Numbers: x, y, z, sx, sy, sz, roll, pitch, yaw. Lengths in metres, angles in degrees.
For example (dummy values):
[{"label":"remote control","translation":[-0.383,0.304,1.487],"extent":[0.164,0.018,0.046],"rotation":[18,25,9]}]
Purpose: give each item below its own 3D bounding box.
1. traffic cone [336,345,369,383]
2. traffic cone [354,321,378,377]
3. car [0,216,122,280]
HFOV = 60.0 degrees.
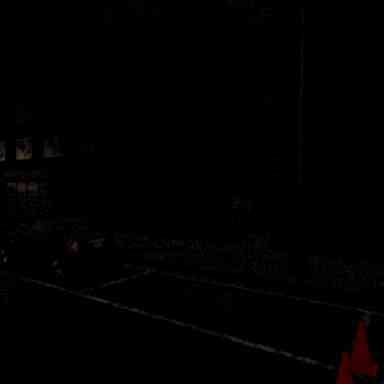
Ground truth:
[{"label":"traffic cone","translation":[1.585,1.955,3.443],"extent":[0.340,0.580,0.340],"rotation":[0,0,36]},{"label":"traffic cone","translation":[2.167,1.956,4.256],"extent":[0.340,0.580,0.340],"rotation":[0,0,36]},{"label":"car","translation":[-4.075,1.432,9.990],"extent":[4.097,1.590,1.967],"rotation":[0,1,36]}]
